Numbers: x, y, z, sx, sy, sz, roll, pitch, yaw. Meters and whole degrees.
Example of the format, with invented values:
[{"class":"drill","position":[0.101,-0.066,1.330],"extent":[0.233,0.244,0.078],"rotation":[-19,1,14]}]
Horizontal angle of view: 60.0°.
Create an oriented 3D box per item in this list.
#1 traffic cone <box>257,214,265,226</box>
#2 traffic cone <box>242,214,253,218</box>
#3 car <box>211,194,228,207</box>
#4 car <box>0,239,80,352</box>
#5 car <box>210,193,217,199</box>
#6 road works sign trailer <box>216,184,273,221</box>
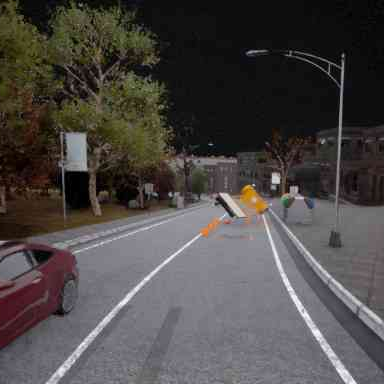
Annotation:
[{"class":"traffic cone","position":[4.669,1.946,21.984],"extent":[0.340,0.580,0.340],"rotation":[1,0,20]},{"class":"traffic cone","position":[3.680,1.927,22.008],"extent":[0.340,0.580,0.340],"rotation":[2,2,7]},{"class":"car","position":[4.363,1.395,48.310],"extent":[1.994,1.385,4.181],"rotation":[1,0,9]},{"class":"car","position":[-3.207,1.493,4.779],"extent":[1.812,1.442,4.674],"rotation":[0,0,5]},{"class":"car","position":[5.913,1.090,83.316],"extent":[2.097,1.767,4.553],"rotation":[0,0,-5]},{"class":"road works sign trailer","position":[3.297,1.093,23.644],"extent":[3.560,2.880,2.380],"rotation":[4,42,-51]}]
